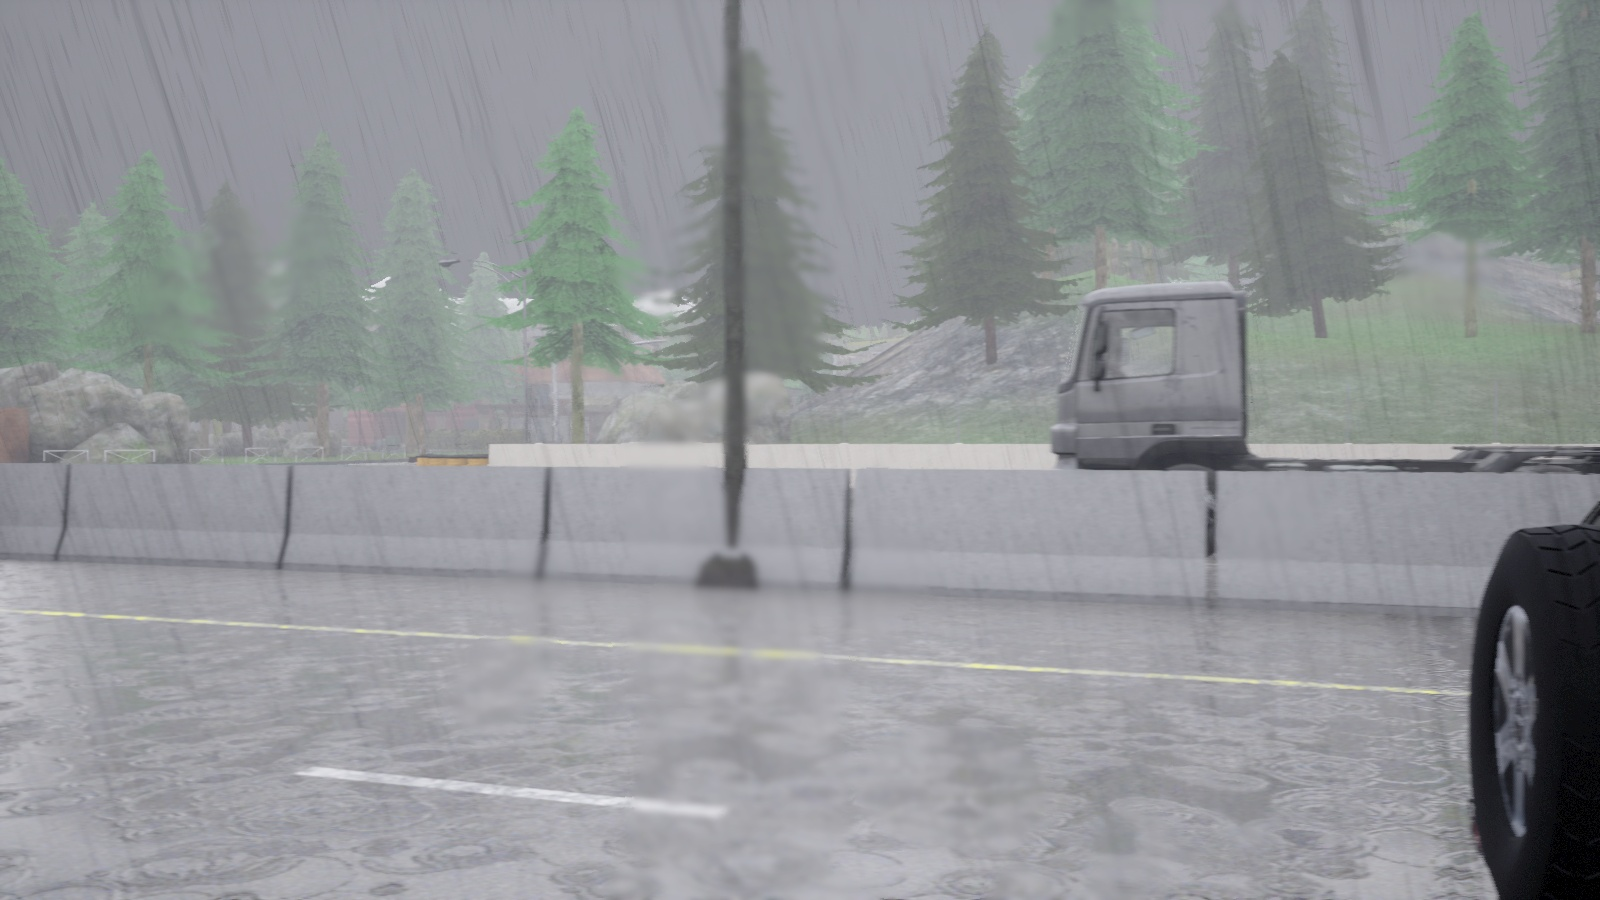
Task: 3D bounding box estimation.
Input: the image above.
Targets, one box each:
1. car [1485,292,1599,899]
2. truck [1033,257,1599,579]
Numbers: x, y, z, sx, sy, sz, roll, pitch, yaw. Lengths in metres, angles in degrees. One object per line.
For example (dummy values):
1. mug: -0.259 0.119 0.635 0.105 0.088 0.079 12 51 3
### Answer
1. car: 3.821 0.627 1.905 4.605 1.855 1.932 1 1 19
2. truck: 7.104 -0.378 15.558 7.936 3.462 2.891 1 1 19
